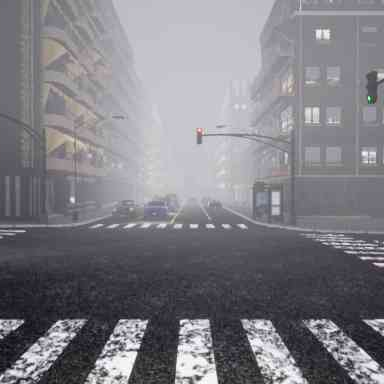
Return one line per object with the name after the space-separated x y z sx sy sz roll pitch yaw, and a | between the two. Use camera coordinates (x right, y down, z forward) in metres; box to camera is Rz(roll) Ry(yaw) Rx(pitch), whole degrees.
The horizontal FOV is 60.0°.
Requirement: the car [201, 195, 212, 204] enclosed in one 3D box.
2.672 1.437 63.094 1.967 1.590 4.097 0 0 0 | car

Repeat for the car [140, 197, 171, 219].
-3.095 1.475 29.347 1.882 1.535 5.008 0 0 -1 | car

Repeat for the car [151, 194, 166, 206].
-5.708 1.313 57.458 2.192 1.841 5.009 0 0 0 | car

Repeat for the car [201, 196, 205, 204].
2.677 1.542 46.177 1.887 1.381 4.507 0 0 0 | car

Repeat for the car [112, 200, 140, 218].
-5.700 1.438 29.265 1.967 1.590 4.097 0 0 0 | car

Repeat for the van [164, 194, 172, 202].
-5.712 1.337 80.014 1.690 1.788 3.998 0 0 0 | van

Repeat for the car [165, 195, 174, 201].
-5.713 1.546 85.652 2.008 1.369 4.403 0 0 0 | car

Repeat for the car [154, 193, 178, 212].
-3.097 1.350 38.974 2.097 1.767 4.553 0 0 0 | car

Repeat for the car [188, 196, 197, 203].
0.082 1.561 69.764 1.994 1.385 4.181 0 0 0 | car

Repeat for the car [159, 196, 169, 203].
-5.709 1.523 68.566 1.752 1.417 4.829 0 0 0 | car

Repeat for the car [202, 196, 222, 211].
2.678 1.548 40.539 2.008 1.369 4.403 0 0 0 | car
